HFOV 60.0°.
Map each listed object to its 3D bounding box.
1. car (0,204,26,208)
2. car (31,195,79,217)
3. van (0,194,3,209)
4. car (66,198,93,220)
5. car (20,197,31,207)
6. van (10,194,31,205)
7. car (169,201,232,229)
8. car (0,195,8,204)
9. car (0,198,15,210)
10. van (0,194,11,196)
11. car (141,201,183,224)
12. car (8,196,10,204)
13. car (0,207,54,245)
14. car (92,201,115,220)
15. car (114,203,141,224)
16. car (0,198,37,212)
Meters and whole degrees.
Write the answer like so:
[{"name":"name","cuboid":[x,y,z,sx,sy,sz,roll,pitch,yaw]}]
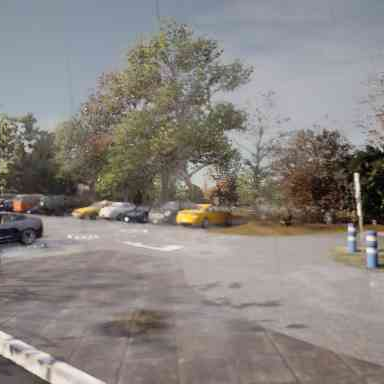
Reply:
[{"name":"car","cuboid":[-11.080,1.588,15.862,2.097,1.535,5.008,0,0,36]},{"name":"car","cuboid":[-12.343,1.282,32.970,2.435,2.045,5.566,0,0,36]},{"name":"van","cuboid":[-27.977,1.308,44.428,1.878,1.987,4.442,0,0,36]},{"name":"car","cuboid":[-7.986,1.554,29.543,1.946,1.575,5.366,0,0,36]},{"name":"car","cuboid":[-14.618,1.551,34.551,2.163,1.488,4.792,0,0,36]},{"name":"van","cuboid":[-16.874,1.286,36.368,1.878,1.987,4.442,0,0,36]},{"name":"car","cuboid":[0.987,1.603,23.252,2.097,1.535,5.008,0,0,36]},{"name":"car","cuboid":[-13.312,1.325,17.510,2.435,2.045,5.566,0,0,36]},{"name":"car","cuboid":[-25.800,1.522,42.710,2.097,1.535,5.008,0,0,36]},{"name":"van","cuboid":[-23.613,1.286,40.982,1.878,1.987,4.442,0,0,36]},{"name":"car","cuboid":[-1.234,1.466,24.909,2.185,1.767,4.553,0,0,36]},{"name":"car","cuboid":[-19.169,1.535,37.926,2.163,1.488,4.792,0,0,36]},{"name":"car","cuboid":[-8.854,1.629,14.203,2.163,1.488,4.792,0,0,36]},{"name":"car","cuboid":[-5.637,1.609,28.063,2.002,1.452,4.674,0,0,36]},{"name":"car","cuboid":[-3.411,1.610,26.414,2.163,1.488,4.792,0,0,36]},{"name":"car","cuboid":[-21.304,1.535,39.476,2.163,1.488,4.792,0,0,36]}]
